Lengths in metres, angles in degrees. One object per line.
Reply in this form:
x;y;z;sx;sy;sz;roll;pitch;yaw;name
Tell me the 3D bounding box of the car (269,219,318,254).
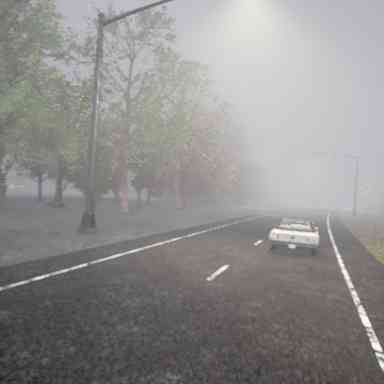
4.783;1.909;15.273;1.895;1.301;4.718;4;0;21;car
